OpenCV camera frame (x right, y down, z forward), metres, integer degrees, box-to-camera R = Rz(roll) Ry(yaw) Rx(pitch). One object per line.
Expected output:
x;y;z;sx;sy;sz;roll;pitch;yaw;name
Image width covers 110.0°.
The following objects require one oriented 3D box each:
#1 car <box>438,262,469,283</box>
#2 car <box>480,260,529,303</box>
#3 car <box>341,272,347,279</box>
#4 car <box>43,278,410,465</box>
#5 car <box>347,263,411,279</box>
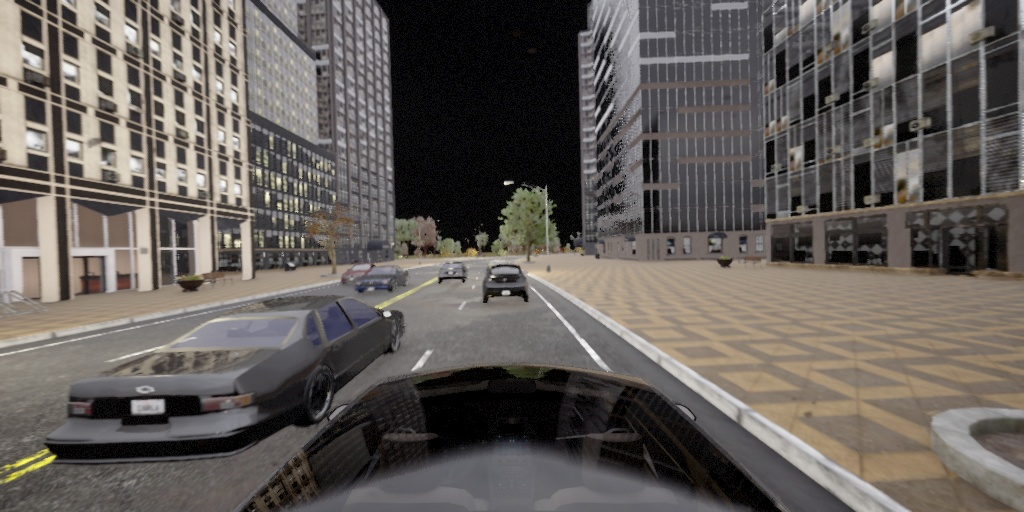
-4.098;1.107;25.514;2.033;1.411;5.357;-2;1;-4;car
-0.316;1.085;15.764;1.837;1.490;4.892;-2;1;-2;car
-10.828;1.258;26.231;1.812;1.442;4.674;-2;1;-4;car
-3.234;1.334;5.647;2.033;1.411;5.357;-2;1;-1;car
-7.240;1.253;20.643;2.033;1.411;5.357;-2;1;-3;car
